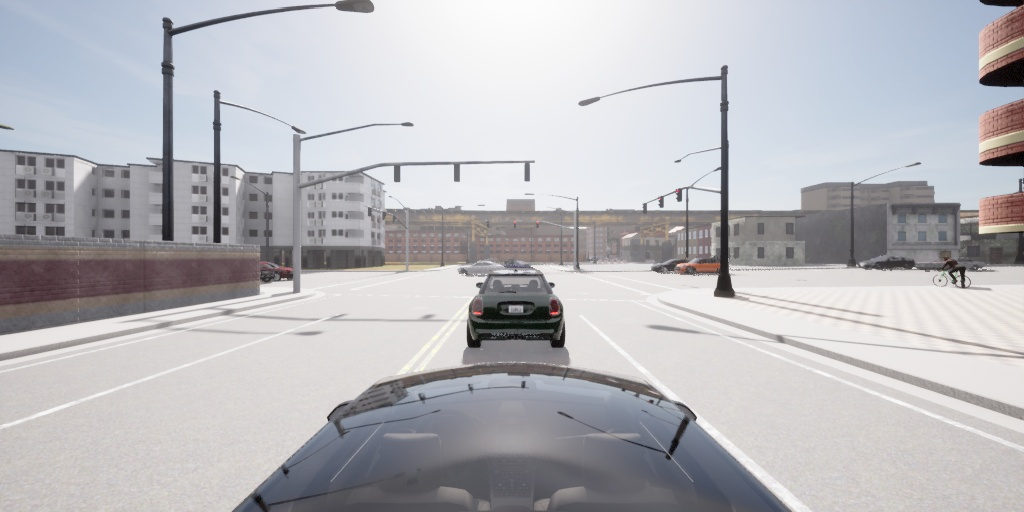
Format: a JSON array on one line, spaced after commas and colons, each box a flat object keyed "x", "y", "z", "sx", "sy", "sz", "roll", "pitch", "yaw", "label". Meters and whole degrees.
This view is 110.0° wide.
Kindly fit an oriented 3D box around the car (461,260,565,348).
[{"x": 0.091, "y": 1.102, "z": 9.431, "sx": 2.097, "sy": 1.767, "sz": 4.553, "roll": 0, "pitch": 0, "yaw": 0, "label": "car"}]

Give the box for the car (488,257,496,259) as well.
[{"x": -3.527, "y": 1.276, "z": 52.867, "sx": 1.812, "sy": 1.442, "sz": 4.674, "roll": 0, "pitch": 0, "yaw": 0, "label": "car"}]

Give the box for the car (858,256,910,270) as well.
[{"x": 39.824, "y": 0.747, "z": 38.137, "sx": 4.902, "sy": 1.511, "sz": 2.128, "roll": -1, "pitch": 0, "yaw": 1, "label": "car"}]

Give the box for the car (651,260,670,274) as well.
[{"x": 17.537, "y": 1.123, "z": 38.632, "sx": 4.892, "sy": 1.490, "sz": 1.837, "roll": -1, "pitch": 0, "yaw": 2, "label": "car"}]

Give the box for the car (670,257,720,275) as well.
[{"x": 18.422, "y": 0.956, "z": 35.104, "sx": 4.553, "sy": 1.767, "sz": 2.097, "roll": -1, "pitch": 0, "yaw": 1, "label": "car"}]

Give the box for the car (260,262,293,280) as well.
[{"x": -20.271, "y": 1.228, "z": 29.325, "sx": 5.008, "sy": 1.535, "sz": 1.882, "roll": 0, "pitch": 0, "yaw": 1, "label": "car"}]

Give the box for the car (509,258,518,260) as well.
[{"x": 0.700, "y": 1.276, "z": 43.472, "sx": 1.812, "sy": 1.442, "sz": 4.674, "roll": -1, "pitch": 1, "yaw": -30, "label": "car"}]

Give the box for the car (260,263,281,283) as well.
[{"x": -19.820, "y": 1.351, "z": 25.855, "sx": 4.718, "sy": 1.301, "sz": 1.895, "roll": 0, "pitch": 0, "yaw": 1, "label": "car"}]

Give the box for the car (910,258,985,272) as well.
[{"x": 42.081, "y": 0.815, "z": 34.583, "sx": 4.718, "sy": 1.301, "sz": 1.895, "roll": -1, "pitch": 0, "yaw": 1, "label": "car"}]

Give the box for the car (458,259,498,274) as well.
[{"x": -3.115, "y": 1.248, "z": 36.000, "sx": 4.674, "sy": 1.442, "sz": 1.812, "roll": 0, "pitch": 0, "yaw": 4, "label": "car"}]

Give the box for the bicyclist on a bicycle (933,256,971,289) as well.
[{"x": 22.671, "y": 0.844, "z": 18.521, "sx": 0.582, "sy": 1.620, "sz": 1.656, "roll": -1, "pitch": 0, "yaw": 1, "label": "bicyclist on a bicycle"}]
